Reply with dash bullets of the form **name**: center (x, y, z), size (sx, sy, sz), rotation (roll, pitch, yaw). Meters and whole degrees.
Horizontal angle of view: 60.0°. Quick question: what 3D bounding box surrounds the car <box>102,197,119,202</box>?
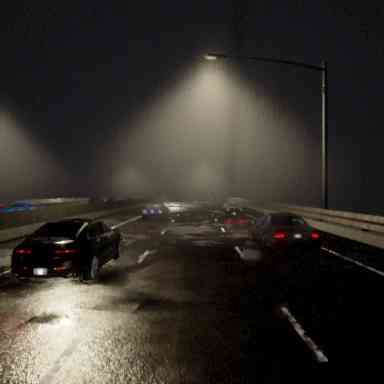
- **car**: center (-16.146, 1.749, 67.585), size (1.837, 1.490, 4.892), rotation (0, 0, 2)

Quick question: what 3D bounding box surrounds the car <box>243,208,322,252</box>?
- **car**: center (3.668, 1.578, 13.953), size (2.033, 1.411, 5.357), rotation (0, 0, 1)

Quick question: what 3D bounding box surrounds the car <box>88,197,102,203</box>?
- **car**: center (-19.627, 1.730, 68.155), size (1.882, 1.535, 5.008), rotation (0, 0, 2)

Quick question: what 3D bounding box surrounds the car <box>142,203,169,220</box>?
- **car**: center (-3.133, 1.628, 29.118), size (2.033, 1.411, 5.357), rotation (0, 0, 1)

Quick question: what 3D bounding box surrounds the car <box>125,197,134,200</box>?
- **car**: center (-12.649, 1.792, 67.474), size (2.033, 1.411, 5.357), rotation (0, 0, 2)

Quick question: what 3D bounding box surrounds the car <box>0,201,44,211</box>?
- **car**: center (-13.863, 1.550, 27.045), size (1.882, 1.535, 5.008), rotation (0, 0, 1)

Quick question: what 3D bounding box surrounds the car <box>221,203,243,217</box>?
- **car**: center (3.940, 1.695, 32.852), size (1.895, 1.301, 4.718), rotation (0, 0, 1)

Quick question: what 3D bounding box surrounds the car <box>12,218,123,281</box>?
- **car**: center (-3.367, 1.525, 9.851), size (1.837, 1.490, 4.892), rotation (0, 0, 0)
